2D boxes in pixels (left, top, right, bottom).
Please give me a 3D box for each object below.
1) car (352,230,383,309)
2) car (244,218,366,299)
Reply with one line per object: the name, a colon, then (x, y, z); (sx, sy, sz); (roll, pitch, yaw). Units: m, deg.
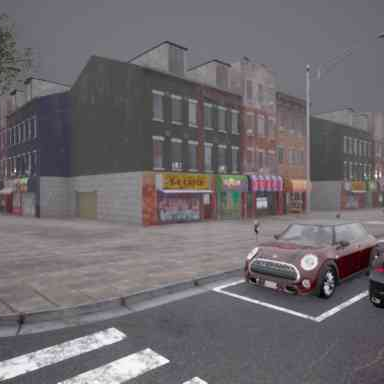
car: (5.265, 1.501, 6.801); (4.892, 1.490, 1.837); (0, 0, -43)
car: (3.130, 1.442, 8.428); (4.097, 1.590, 1.967); (0, 0, -43)
